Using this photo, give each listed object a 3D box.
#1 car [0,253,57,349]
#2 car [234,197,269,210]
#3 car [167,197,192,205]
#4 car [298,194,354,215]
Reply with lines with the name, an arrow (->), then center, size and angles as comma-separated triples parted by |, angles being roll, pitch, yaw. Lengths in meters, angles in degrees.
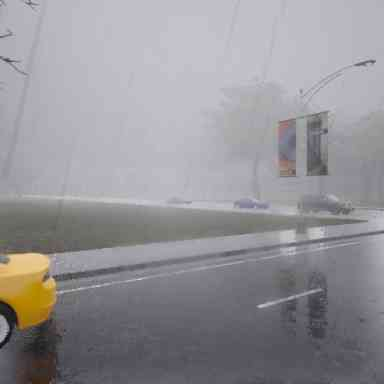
car -> -4.513, 1.478, 4.452 | 5.008, 1.535, 1.882 | 0, 0, -36
car -> 7.510, 1.444, 42.239 | 1.882, 1.535, 5.008 | 0, 0, -36
car -> -2.135, 1.468, 55.498 | 2.033, 1.411, 5.357 | 0, 0, -36
car -> 13.524, 1.224, 34.007 | 2.150, 2.045, 5.566 | 0, 0, -36
